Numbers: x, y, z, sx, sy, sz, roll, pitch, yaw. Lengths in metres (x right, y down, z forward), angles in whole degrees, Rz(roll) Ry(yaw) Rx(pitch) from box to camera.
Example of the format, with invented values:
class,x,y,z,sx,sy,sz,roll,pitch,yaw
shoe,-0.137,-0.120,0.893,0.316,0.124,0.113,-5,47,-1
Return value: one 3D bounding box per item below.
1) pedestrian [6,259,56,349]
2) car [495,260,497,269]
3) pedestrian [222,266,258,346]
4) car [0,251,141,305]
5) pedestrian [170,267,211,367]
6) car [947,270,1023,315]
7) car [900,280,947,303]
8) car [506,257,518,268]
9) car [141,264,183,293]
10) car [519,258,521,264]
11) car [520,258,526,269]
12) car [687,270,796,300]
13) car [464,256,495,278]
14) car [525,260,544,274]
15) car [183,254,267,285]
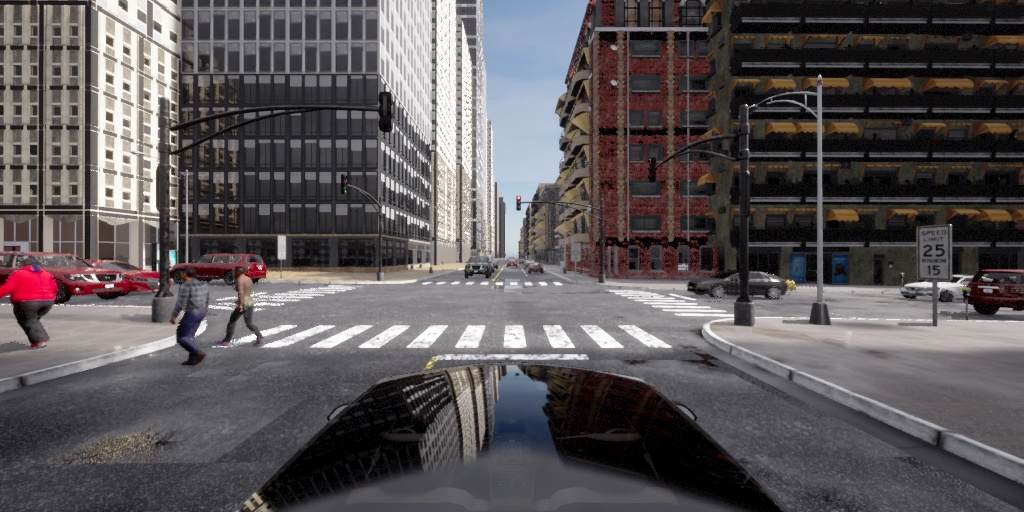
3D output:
class,x,y,z,sx,sy,sz,roll,pitch,yaw
pedestrian,-9.607,0.892,7.166,0.375,1.860,0.375,0,0,0
car,-3.085,1.286,43.704,1.812,1.442,4.674,0,0,0
pedestrian,-5.961,1.044,7.868,0.375,1.860,0.375,0,0,0
car,-17.573,0.757,13.373,5.009,1.841,2.192,0,0,0
pedestrian,-5.753,1.044,6.466,0.375,1.860,0.375,0,0,0
car,20.601,1.461,13.731,5.009,1.841,2.192,0,0,0
car,24.089,1.750,19.517,4.674,1.442,1.812,1,0,-1
car,0.013,1.298,63.911,1.812,1.442,4.674,0,0,0
car,-18.158,0.916,15.960,5.008,1.535,1.882,1,0,0
car,2.703,1.320,60.293,2.007,1.370,4.403,0,0,0
car,2.701,1.317,54.645,2.007,1.370,4.403,0,0,0
car,12.123,1.512,19.426,4.892,1.490,1.837,2,0,0
car,-3.093,0.977,33.630,2.150,2.045,5.566,0,0,0
car,2.749,1.341,41.728,1.802,1.307,4.207,0,0,0
car,-17.706,0.776,21.753,5.009,1.841,2.192,0,0,0
